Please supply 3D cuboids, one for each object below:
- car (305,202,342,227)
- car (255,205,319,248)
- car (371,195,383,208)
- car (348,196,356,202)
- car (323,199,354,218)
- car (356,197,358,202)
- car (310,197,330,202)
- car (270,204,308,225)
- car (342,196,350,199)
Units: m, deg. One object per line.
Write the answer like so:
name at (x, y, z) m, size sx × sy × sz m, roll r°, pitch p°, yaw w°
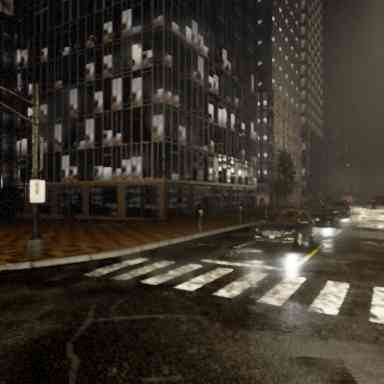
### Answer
car at (9.444, 1.692, 24.218) m, size 1.994 × 1.385 × 4.181 m, roll 0°, pitch 0°, yaw 30°
car at (4.455, 1.588, 15.617) m, size 1.837 × 1.490 × 4.892 m, roll 0°, pitch 0°, yaw 30°
car at (30.095, 1.496, 53.372) m, size 2.150 × 2.045 × 5.566 m, roll 0°, pitch 0°, yaw 29°
car at (30.496, 1.661, 65.616) m, size 2.192 × 1.841 × 5.009 m, roll 0°, pitch 0°, yaw 30°
car at (14.538, 1.699, 32.972) m, size 1.812 × 1.442 × 4.674 m, roll 0°, pitch 0°, yaw 31°
car at (33.334, 1.922, 70.506) m, size 2.008 × 1.369 × 4.403 m, roll 0°, pitch 0°, yaw 30°
car at (13.460, 1.634, 36.272) m, size 1.967 × 1.590 × 4.097 m, roll 0°, pitch 0°, yaw 30°
car at (7.781, 1.709, 26.490) m, size 1.947 × 1.339 × 4.313 m, roll 0°, pitch 0°, yaw 30°
car at (24.817, 1.840, 55.834) m, size 1.887 × 1.381 × 4.507 m, roll 0°, pitch 0°, yaw 30°
